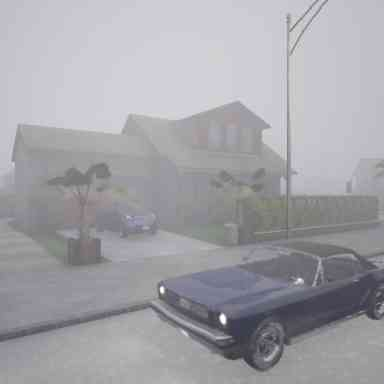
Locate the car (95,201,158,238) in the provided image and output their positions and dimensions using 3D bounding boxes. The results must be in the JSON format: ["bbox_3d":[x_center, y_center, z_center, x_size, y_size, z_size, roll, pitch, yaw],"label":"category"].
[{"bbox_3d":[-3.041,1.174,15.278,1.845,1.501,3.633,0,0,-38],"label":"car"}]

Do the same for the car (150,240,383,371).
[{"bbox_3d":[1.706,1.601,5.792,4.718,1.301,1.895,0,0,-35],"label":"car"}]
